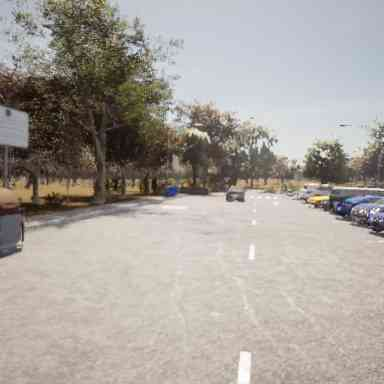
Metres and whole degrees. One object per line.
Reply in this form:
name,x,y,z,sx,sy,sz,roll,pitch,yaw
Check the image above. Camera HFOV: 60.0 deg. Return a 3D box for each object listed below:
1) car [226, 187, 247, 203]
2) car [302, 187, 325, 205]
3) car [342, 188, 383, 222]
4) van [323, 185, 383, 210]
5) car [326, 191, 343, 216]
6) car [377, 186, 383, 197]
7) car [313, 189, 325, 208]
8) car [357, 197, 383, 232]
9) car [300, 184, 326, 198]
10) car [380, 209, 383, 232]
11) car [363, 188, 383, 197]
car,4.631,0.212,34.630,2.128,1.511,4.902,2,2,11
car,13.024,0.691,29.540,5.366,1.575,1.946,2,3,-9
car,10.920,0.975,17.781,4.553,1.767,2.185,2,3,-9
van,12.174,0.680,23.692,4.442,1.987,1.878,2,2,-9
car,11.459,0.999,20.738,5.008,1.535,2.097,2,2,-9
car,39.025,-0.063,64.395,2.435,2.045,5.566,2,2,-10
car,12.632,0.841,26.623,4.674,1.452,2.002,2,3,-9
car,10.295,1.239,14.845,4.674,1.452,2.002,2,3,-9
car,14.395,0.252,35.469,5.566,2.045,2.435,2,2,-9
car,9.681,1.172,11.895,4.553,1.767,2.185,2,2,-9
car,36.035,0.094,64.905,2.163,1.488,4.792,2,2,-10
